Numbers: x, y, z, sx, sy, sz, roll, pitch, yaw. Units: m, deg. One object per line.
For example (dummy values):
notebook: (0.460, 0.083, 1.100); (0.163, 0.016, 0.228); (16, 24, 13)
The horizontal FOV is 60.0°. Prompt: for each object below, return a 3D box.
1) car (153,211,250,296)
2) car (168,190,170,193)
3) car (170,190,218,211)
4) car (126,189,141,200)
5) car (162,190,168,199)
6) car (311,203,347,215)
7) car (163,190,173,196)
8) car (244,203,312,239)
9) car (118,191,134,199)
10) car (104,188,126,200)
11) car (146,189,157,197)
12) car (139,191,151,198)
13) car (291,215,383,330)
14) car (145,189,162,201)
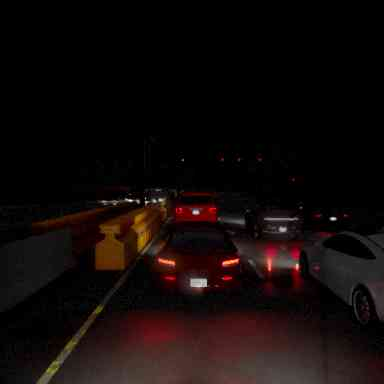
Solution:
car: (0.141, 1.430, 8.264); (1.812, 1.442, 4.674); (0, 1, 0)
car: (-6.407, 0.245, 75.679); (2.097, 1.767, 4.553); (0, 1, 0)
car: (0.204, 0.982, 17.861); (2.150, 2.045, 5.566); (0, 1, 1)
car: (-10.104, 0.685, 60.325); (1.994, 1.385, 4.181); (0, 1, 1)
car: (-6.526, 0.532, 65.662); (2.128, 1.511, 4.902); (0, 1, 1)
car: (7.219, 1.307, 18.961); (1.994, 1.385, 4.181); (0, 1, 0)
car: (-6.301, 0.237, 88.316); (2.033, 1.411, 5.357); (0, 1, 0)
car: (3.694, 1.282, 15.876); (2.128, 1.511, 4.902); (0, 1, 0)
car: (-13.471, 0.551, 68.178); (2.033, 1.411, 5.357); (0, 1, 0)
car: (-13.636, 0.377, 58.040); (2.150, 2.045, 5.566); (0, 1, 1)
car: (-9.866, 0.171, 80.618); (2.097, 1.767, 4.553); (0, 1, 0)
car: (-9.952, 0.522, 70.401); (1.994, 1.385, 4.181); (0, 1, 0)
car: (3.629, 1.455, 6.628); (1.812, 1.442, 4.674); (0, 1, 0)
car: (-6.647, 0.706, 56.397); (1.812, 1.442, 4.674); (0, 1, 1)
